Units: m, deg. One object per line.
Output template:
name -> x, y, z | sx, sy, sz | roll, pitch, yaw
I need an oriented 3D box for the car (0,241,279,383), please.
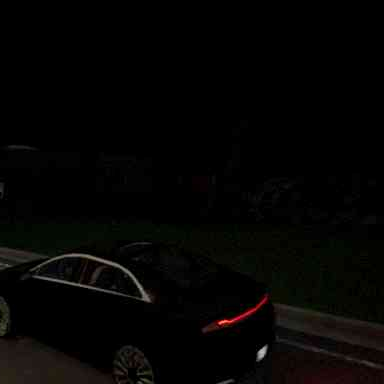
car -> -1.211, 1.500, 4.969 | 4.902, 1.511, 2.128 | 0, 0, 36
